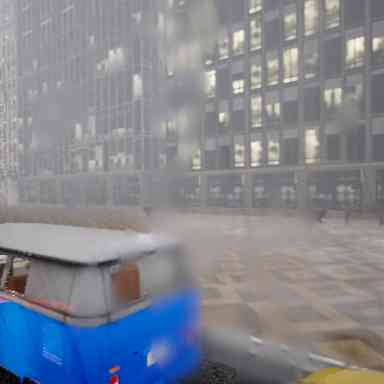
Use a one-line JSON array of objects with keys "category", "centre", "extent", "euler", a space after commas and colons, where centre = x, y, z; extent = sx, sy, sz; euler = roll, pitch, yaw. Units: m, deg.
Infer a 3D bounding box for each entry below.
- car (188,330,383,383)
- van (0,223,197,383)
[{"category": "car", "centre": [2.458, 1.486, 1.116], "extent": [4.829, 1.417, 1.752], "euler": [-1, 0, 37]}, {"category": "van", "centre": [-1.818, 1.360, 4.344], "extent": [3.998, 1.788, 1.690], "euler": [-1, 0, 37]}]
